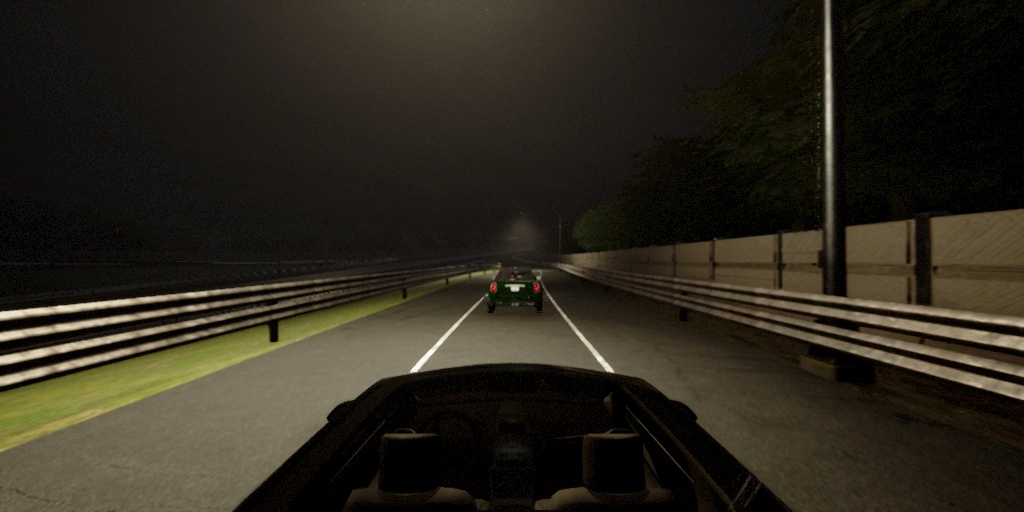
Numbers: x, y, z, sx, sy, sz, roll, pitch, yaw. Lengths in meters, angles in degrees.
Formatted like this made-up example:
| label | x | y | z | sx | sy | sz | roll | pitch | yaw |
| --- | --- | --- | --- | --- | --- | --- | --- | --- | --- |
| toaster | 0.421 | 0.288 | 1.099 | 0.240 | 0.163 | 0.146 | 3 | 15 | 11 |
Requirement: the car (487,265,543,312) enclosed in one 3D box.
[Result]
| label | x | y | z | sx | sy | sz | roll | pitch | yaw |
| --- | --- | --- | --- | --- | --- | --- | --- | --- | --- |
| car | 0.184 | 1.248 | 15.165 | 2.097 | 1.767 | 4.553 | 0 | -1 | 2 |
